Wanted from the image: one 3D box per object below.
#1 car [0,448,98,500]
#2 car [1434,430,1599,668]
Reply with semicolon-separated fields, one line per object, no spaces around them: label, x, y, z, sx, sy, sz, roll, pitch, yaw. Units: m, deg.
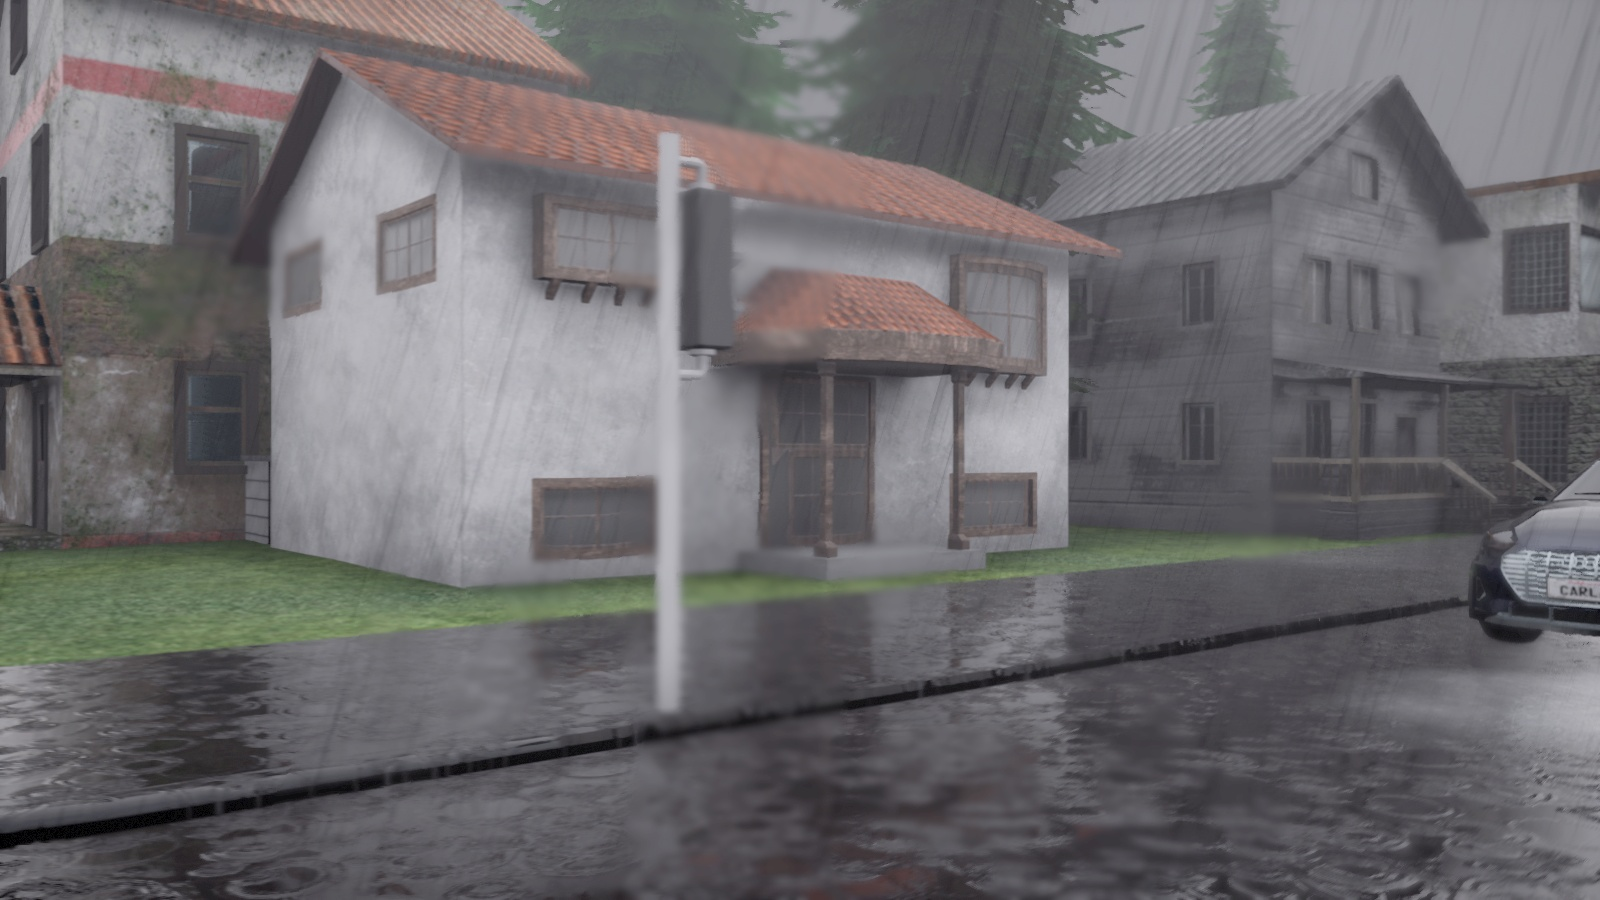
car;-26.078;0.786;41.647;4.611;1.667;2.242;0;0;-38
car;7.371;0.688;10.318;4.856;1.649;2.033;0;0;-39
